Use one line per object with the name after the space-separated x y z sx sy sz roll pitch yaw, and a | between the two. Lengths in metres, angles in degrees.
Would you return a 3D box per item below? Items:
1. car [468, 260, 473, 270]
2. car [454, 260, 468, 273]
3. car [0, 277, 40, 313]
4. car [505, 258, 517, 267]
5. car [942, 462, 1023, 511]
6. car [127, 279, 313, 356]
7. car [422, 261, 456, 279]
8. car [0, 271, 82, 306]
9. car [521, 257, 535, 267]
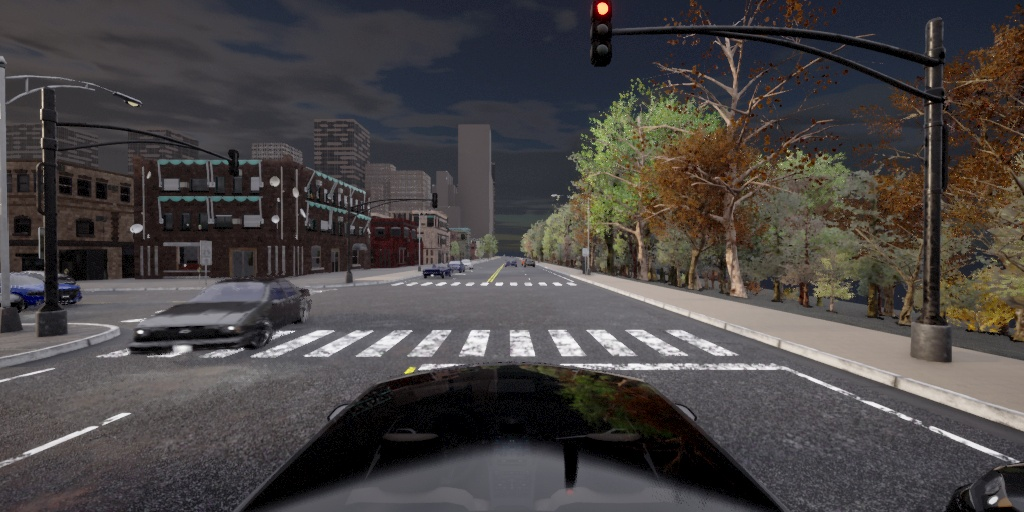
-6.817 1.257 53.326 1.812 1.442 4.674 0 0 0 | car
-6.780 1.261 43.056 1.812 1.442 4.674 0 0 0 | car
-19.996 1.565 12.507 4.313 1.339 1.948 0 0 0 | car
-0.193 1.078 64.006 2.097 1.767 4.553 0 0 0 | car
3.363 1.314 0.183 1.994 1.385 4.181 0 0 -1 | car
-6.649 1.297 9.075 2.033 1.411 5.357 0 0 -15 | car
-6.736 1.341 32.885 1.895 1.301 4.718 0 0 2 | car
-21.447 1.466 15.206 5.008 1.535 1.882 0 1 0 | car
3.062 1.231 63.222 1.837 1.490 4.892 0 0 0 | car
